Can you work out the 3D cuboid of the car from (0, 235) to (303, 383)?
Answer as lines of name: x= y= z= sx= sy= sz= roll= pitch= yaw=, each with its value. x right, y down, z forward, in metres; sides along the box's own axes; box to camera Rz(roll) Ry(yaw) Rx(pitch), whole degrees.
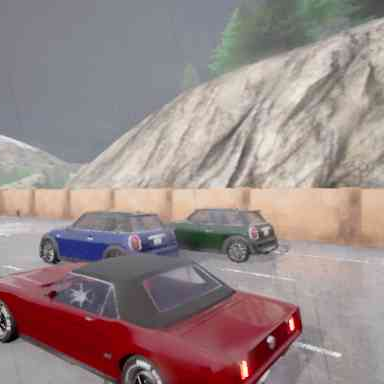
car: x=-1.058 y=1.592 z=4.748 sx=4.718 sy=1.301 sz=1.895 roll=0 pitch=0 yaw=36

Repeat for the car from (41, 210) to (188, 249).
car: x=-2.654 y=1.334 z=10.184 sx=4.553 sy=1.767 sz=2.097 roll=0 pitch=0 yaw=35

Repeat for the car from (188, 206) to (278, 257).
car: x=0.686 y=1.338 z=12.101 sx=4.553 sy=1.767 sz=2.097 roll=0 pitch=0 yaw=35
